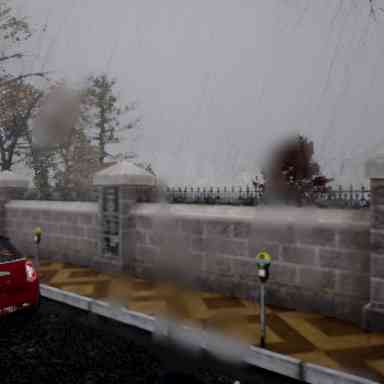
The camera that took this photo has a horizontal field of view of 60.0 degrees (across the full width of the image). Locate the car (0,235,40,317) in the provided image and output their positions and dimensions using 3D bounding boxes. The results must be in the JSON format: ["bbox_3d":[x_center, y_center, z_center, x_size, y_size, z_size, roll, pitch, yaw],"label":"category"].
[{"bbox_3d":[-4.725,1.443,6.290,4.097,1.590,1.967,0,0,36],"label":"car"}]
